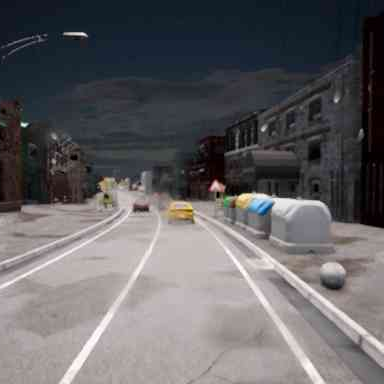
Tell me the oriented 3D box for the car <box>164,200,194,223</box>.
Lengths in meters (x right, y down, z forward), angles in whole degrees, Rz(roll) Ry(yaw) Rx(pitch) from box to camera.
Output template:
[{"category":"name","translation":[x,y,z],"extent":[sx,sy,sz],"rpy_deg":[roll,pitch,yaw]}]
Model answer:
[{"category":"car","translation":[-0.952,1.510,25.650],"extent":[1.882,1.535,5.008],"rpy_deg":[0,0,-5]}]

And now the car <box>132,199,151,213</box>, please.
[{"category":"car","translation":[-5.870,1.566,38.500],"extent":[1.882,1.535,5.008],"rpy_deg":[0,-1,-10]}]

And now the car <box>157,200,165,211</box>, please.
[{"category":"car","translation":[-3.386,1.682,42.651],"extent":[1.994,1.385,4.181],"rpy_deg":[0,-1,-10]}]
